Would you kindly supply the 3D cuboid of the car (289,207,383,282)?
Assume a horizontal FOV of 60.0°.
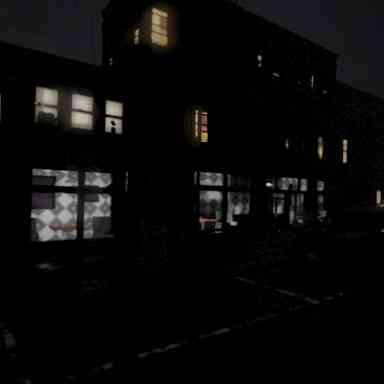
[{"bbox_3d":[5.209,1.410,10.260,5.009,1.841,2.192,1,1,-36],"label":"car"}]
